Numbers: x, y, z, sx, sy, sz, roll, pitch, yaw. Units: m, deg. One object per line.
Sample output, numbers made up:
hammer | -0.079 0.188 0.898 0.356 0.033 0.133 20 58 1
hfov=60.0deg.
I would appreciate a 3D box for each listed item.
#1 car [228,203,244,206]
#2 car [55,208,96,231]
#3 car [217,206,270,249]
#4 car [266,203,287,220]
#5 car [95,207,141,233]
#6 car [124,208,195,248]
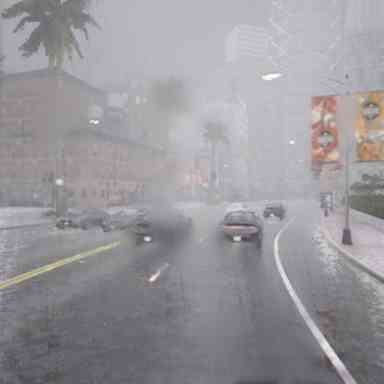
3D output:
car | 4.333 1.833 32.170 1.812 1.442 4.674 0 -1 20
car | -6.942 1.718 21.825 1.994 1.385 4.181 0 -1 17
car | 2.383 1.642 15.467 2.128 1.511 4.902 0 -1 14
car | 8.021 1.831 32.059 1.837 1.490 4.892 0 -1 20
car | -3.711 1.686 20.498 1.812 1.442 4.674 0 -1 17
car | -1.191 1.636 15.548 1.837 1.490 4.892 0 -1 13
